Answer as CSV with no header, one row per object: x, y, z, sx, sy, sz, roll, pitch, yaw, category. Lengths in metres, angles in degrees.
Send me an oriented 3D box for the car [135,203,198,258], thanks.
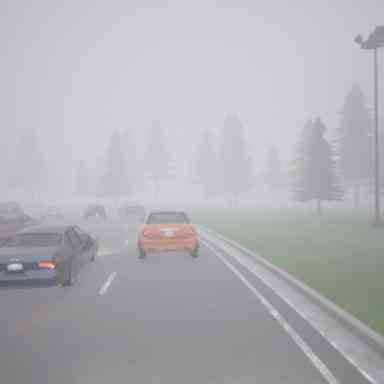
-1.045,1.437,13.394,2.097,1.767,4.553,0,0,-7,car

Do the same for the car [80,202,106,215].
-9.290,1.746,31.263,1.837,1.490,4.892,1,-1,-24,car

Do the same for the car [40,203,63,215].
-13.963,1.806,32.872,1.812,1.442,4.674,0,-1,-28,car

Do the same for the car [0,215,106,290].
-3.964,1.628,9.443,2.033,1.411,5.357,0,0,-6,car

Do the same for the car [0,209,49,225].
-8.460,1.710,15.666,1.994,1.385,4.181,0,0,-10,car

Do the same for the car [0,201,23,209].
-17.126,1.644,31.349,2.097,1.767,4.553,0,0,-28,car

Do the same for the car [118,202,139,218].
-6.114,1.710,33.331,1.882,1.535,5.008,0,-1,-24,car
